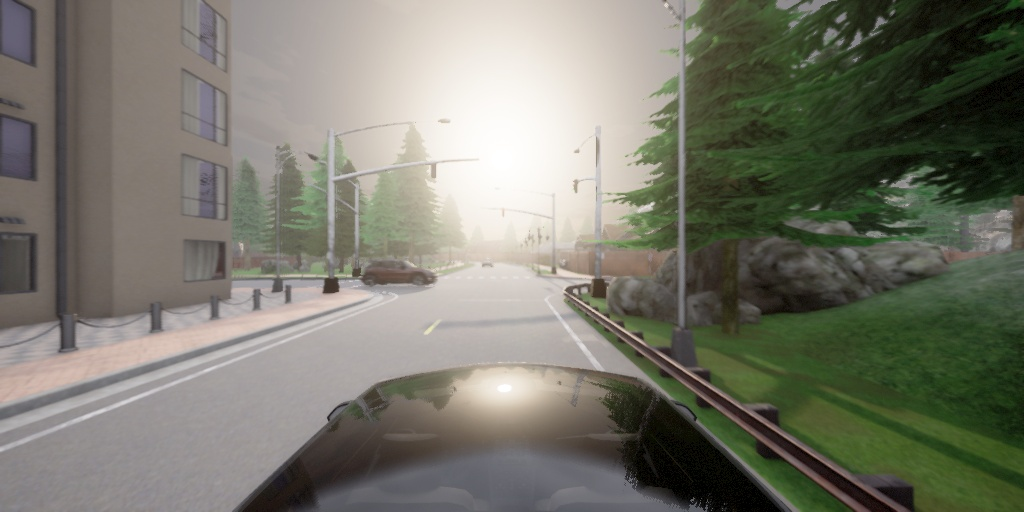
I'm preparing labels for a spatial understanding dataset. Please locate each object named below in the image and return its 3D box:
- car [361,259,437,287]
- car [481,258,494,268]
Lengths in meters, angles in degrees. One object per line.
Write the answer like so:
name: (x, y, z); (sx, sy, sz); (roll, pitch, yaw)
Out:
car: (-7.186, 1.006, 23.181); (4.553, 1.767, 2.097); (0, 0, 1)
car: (-4.134, 1.155, 60.675); (1.837, 1.490, 4.892); (0, 0, 0)
